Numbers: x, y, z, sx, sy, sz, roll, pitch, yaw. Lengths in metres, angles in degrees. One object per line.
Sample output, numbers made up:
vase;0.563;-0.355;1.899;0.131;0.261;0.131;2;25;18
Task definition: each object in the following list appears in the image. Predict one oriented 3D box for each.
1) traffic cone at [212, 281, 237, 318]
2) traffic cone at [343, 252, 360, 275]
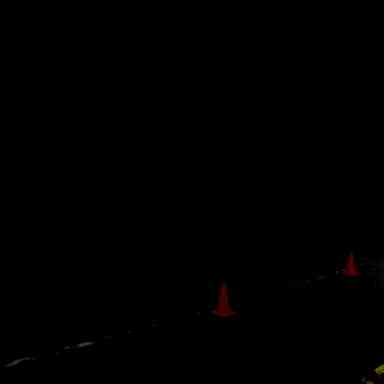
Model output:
traffic cone;0.600;1.972;6.221;0.340;0.580;0.340;0;0;-37
traffic cone;4.446;1.980;9.272;0.340;0.580;0.340;0;0;-39
